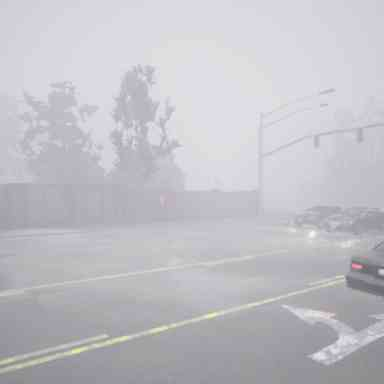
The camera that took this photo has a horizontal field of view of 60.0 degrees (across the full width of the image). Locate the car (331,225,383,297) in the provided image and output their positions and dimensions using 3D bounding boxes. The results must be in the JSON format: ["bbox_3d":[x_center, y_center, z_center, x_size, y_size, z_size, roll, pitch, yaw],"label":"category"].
[{"bbox_3d":[5.789,1.625,7.873,5.357,1.411,2.033,0,0,-36],"label":"car"}]

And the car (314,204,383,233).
[{"bbox_3d":[9.665,1.627,19.394,4.902,1.511,2.128,1,0,-35],"label":"car"}]

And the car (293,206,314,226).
[{"bbox_3d":[9.137,1.657,23.295,4.892,1.490,1.837,1,0,-35],"label":"car"}]
